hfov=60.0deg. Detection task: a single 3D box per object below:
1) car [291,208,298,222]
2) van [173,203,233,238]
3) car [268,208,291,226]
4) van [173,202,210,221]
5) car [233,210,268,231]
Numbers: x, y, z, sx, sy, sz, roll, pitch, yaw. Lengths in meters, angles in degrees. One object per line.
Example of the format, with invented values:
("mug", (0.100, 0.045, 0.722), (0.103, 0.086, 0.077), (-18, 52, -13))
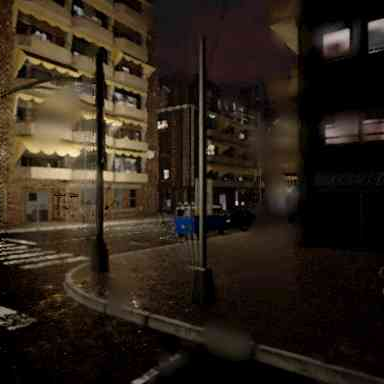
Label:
("car", (10.072, 2.265, 33.591), (2.008, 1.369, 4.403), (-1, -2, 35))
("van", (0.587, 1.735, 19.948), (1.690, 1.788, 3.998), (-1, -2, 35))
("car", (6.864, 2.190, 29.073), (1.802, 1.307, 4.206), (-1, -2, 35))
("van", (0.027, 1.959, 33.869), (1.690, 1.788, 3.998), (-1, -2, 35))
("car", (3.658, 2.067, 24.558), (1.947, 1.339, 4.313), (-1, -2, 35))
